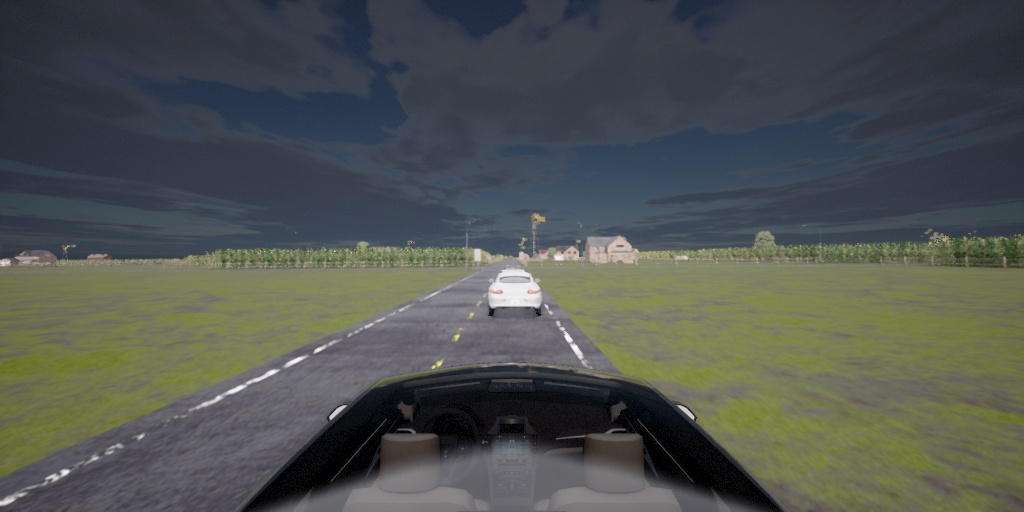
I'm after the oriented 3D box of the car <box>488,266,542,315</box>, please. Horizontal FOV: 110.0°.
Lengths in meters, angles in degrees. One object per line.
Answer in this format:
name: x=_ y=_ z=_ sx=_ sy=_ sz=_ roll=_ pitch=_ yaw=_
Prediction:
car: x=0.097 y=1.287 z=13.564 sx=1.812 sy=1.442 sz=4.674 roll=0 pitch=0 yaw=0
